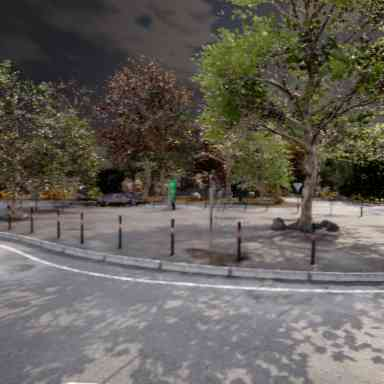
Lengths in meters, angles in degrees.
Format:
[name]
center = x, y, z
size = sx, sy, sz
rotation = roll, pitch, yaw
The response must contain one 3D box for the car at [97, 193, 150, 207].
[car]
center = -7.015, 0.777, 33.862
size = 5.357, 1.411, 2.033
rotation = 1, 1, 18
